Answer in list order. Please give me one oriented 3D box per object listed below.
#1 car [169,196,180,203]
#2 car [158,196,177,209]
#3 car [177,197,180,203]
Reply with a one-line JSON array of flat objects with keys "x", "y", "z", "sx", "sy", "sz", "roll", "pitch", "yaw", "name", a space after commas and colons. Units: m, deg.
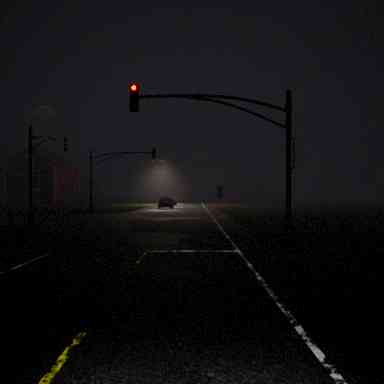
[{"x": -3.422, "y": 1.535, "z": 65.792, "sx": 1.895, "sy": 1.301, "sz": 4.718, "roll": 0, "pitch": 0, "yaw": 1, "name": "car"}, {"x": -3.511, "y": 1.444, "z": 45.226, "sx": 1.882, "sy": 1.535, "sz": 5.008, "roll": 0, "pitch": 0, "yaw": 0, "name": "car"}, {"x": -3.484, "y": 1.478, "z": 55.089, "sx": 1.812, "sy": 1.442, "sz": 4.674, "roll": 0, "pitch": 0, "yaw": 1, "name": "car"}]
